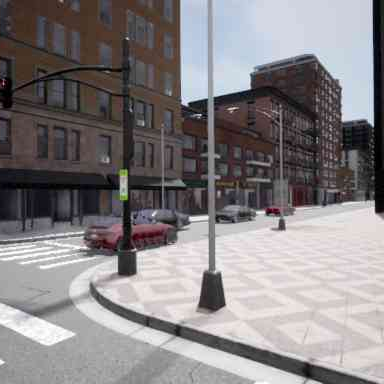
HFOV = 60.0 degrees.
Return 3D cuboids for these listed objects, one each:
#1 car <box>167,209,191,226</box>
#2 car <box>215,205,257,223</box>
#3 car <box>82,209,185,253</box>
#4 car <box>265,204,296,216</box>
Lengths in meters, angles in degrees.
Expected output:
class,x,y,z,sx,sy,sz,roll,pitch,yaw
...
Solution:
class,x,y,z,sx,sy,sz,roll,pitch,yaw
car,-2.218,1.705,19.961,2.033,1.411,5.357,-1,-1,36
car,3.690,1.790,28.167,2.033,1.411,5.357,-1,-1,35
car,-2.497,1.648,14.171,1.994,1.385,4.181,-1,-1,37
car,9.705,1.927,36.494,1.895,1.301,4.718,-1,-1,36
